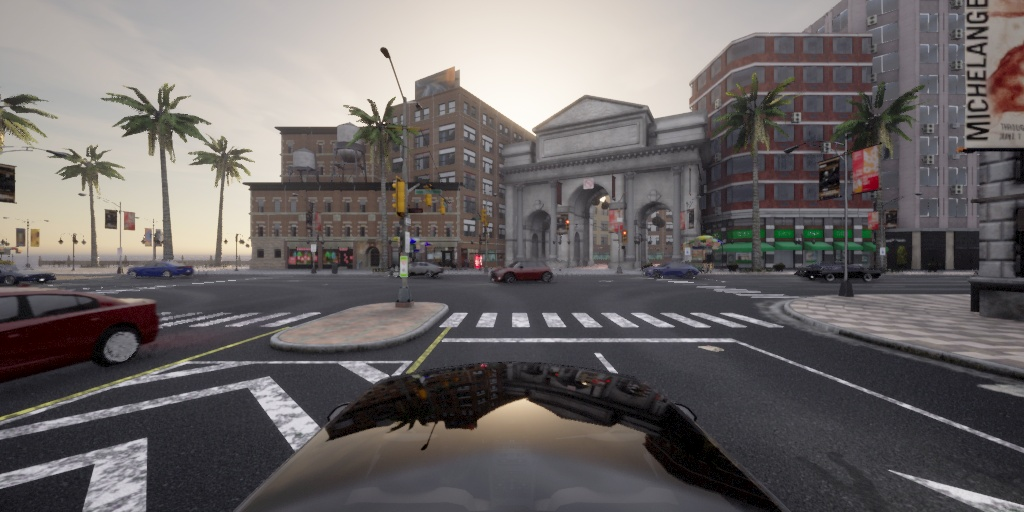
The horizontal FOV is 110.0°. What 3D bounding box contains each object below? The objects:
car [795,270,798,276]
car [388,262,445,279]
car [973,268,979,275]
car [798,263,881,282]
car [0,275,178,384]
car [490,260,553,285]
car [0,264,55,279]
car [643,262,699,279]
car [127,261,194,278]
[{"bbox_3d":[27.849,1.314,32.001,4.181,1.385,1.994,0,0,1],"label":"car"},{"bbox_3d":[-8.575,1.241,32.314,4.902,1.511,2.128,0,0,0],"label":"car"},{"bbox_3d":[39.572,1.102,28.177,4.553,1.767,2.097,0,0,4],"label":"car"},{"bbox_3d":[26.107,1.351,28.541,4.718,1.301,1.895,0,0,1],"label":"car"},{"bbox_3d":[-8.083,1.227,5.123,1.882,1.535,5.008,0,0,0],"label":"car"},{"bbox_3d":[0.682,1.102,26.435,4.553,1.767,2.097,0,0,-24],"label":"car"},{"bbox_3d":[-35.827,1.297,25.325,5.357,1.411,2.033,0,0,0],"label":"car"},{"bbox_3d":[14.213,1.275,32.140,4.674,1.442,1.812,0,0,0],"label":"car"},{"bbox_3d":[-31.774,1.227,32.488,5.008,1.535,1.882,0,0,0],"label":"car"}]
